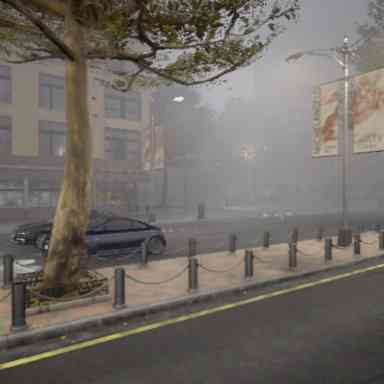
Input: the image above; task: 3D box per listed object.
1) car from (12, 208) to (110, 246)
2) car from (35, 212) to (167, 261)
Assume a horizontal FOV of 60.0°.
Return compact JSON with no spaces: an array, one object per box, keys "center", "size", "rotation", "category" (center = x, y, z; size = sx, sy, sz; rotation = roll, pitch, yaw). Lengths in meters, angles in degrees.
[{"center":[-5.059,1.499,14.475],"size":[4.892,1.490,1.837],"rotation":[0,0,-35],"category":"car"},{"center":[-2.963,1.559,11.671],"size":[4.181,1.385,1.994],"rotation":[0,0,-35],"category":"car"}]
